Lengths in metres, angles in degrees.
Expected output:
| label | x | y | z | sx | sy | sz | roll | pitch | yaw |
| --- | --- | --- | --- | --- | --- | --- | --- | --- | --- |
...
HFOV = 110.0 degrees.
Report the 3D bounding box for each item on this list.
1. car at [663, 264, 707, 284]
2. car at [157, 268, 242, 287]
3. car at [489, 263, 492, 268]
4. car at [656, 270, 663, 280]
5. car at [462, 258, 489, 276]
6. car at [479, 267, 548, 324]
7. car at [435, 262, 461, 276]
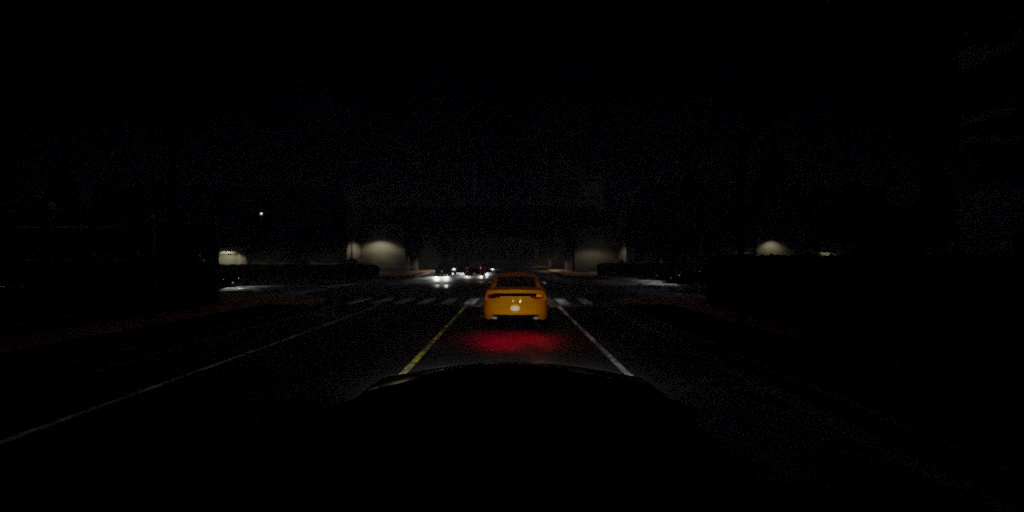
| label | x | y | z | sx | sy | sz | roll | pitch | yaw |
| --- | --- | --- | --- | --- | --- | --- | --- | --- | --- |
| car | 14.912 | 1.469 | 28.478 | 4.674 | 1.442 | 1.812 | 0 | 0 | -2 |
| car | -22.008 | 1.467 | 24.878 | 5.357 | 1.411 | 2.033 | 0 | 0 | 0 |
| car | -4.345 | 1.703 | 52.710 | 1.895 | 1.301 | 4.718 | 0 | 0 | 0 |
| car | 15.415 | 1.471 | 32.025 | 4.892 | 1.490 | 1.837 | 0 | 0 | 0 |
| car | -4.328 | 1.391 | 43.023 | 2.097 | 1.767 | 4.553 | 0 | 0 | 0 |
| car | 0.175 | 1.298 | 12.381 | 1.882 | 1.535 | 5.008 | 0 | 0 | 2 |
| car | -7.873 | 1.531 | 43.070 | 2.128 | 1.511 | 4.902 | 0 | 0 | 1 |
